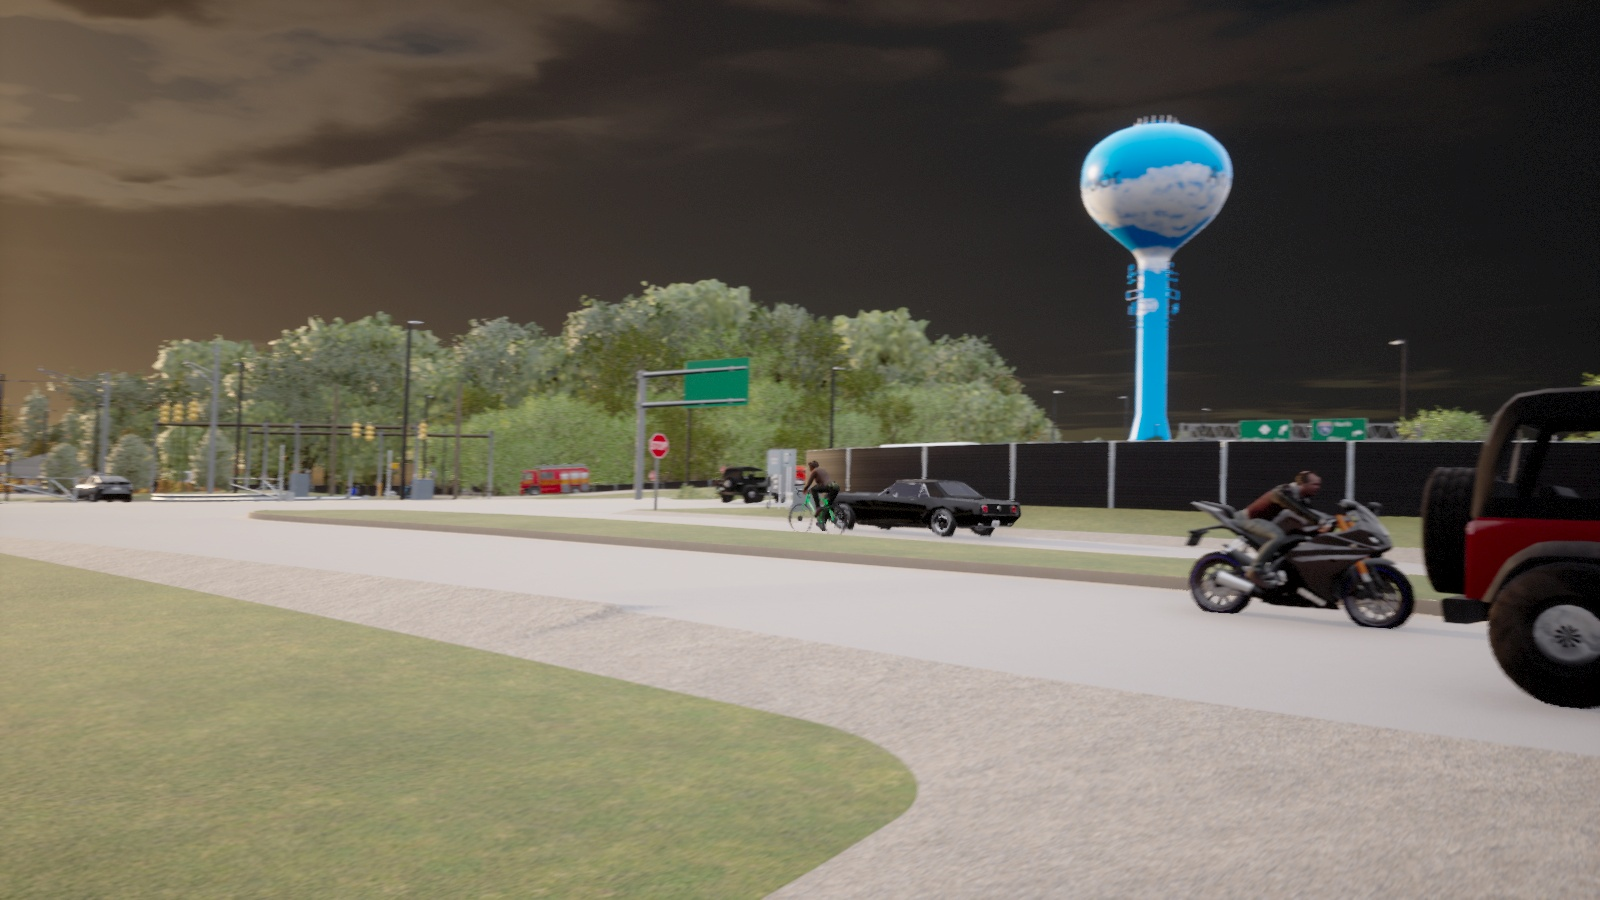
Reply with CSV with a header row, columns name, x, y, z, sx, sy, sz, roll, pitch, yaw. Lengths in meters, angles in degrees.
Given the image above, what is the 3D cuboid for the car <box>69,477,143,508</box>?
name,x,y,z,sx,sy,sz,roll,pitch,yaw
car,-35.072,2.119,63.422,4.514,1.525,2.007,-1,-2,44

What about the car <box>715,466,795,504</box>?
name,x,y,z,sx,sy,sz,roll,pitch,yaw
car,-2.269,1.781,64.108,1.905,1.878,3.866,-1,-2,42

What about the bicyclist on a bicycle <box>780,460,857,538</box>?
name,x,y,z,sx,sy,sz,roll,pitch,yaw
bicyclist on a bicycle,0.395,1.050,27.332,1.656,1.620,0.582,0,-2,41

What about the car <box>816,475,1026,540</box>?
name,x,y,z,sx,sy,sz,roll,pitch,yaw
car,2.802,1.331,29.865,4.718,1.301,1.895,1,-2,41

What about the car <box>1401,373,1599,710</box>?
name,x,y,z,sx,sy,sz,roll,pitch,yaw
car,5.781,0.551,7.205,3.866,1.878,1.905,0,-3,38

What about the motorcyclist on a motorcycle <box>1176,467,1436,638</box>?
name,x,y,z,sx,sy,sz,roll,pitch,yaw
motorcyclist on a motorcycle,4.976,0.959,12.449,2.191,1.530,0.866,0,-3,42
